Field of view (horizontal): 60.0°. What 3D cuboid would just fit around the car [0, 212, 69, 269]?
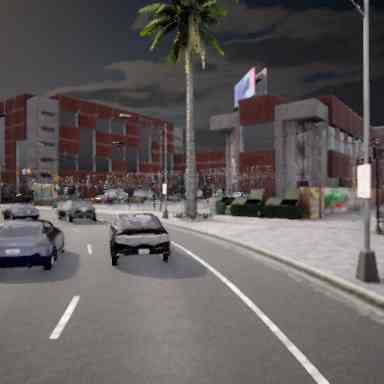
[{"bbox_3d":[-5.395,1.584,10.968,1.994,1.385,4.181,0,0,-16],"label":"car"}]

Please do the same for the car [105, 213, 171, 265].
[{"bbox_3d":[-2.019,1.497,11.898,2.128,1.511,4.902,0,0,-15],"label":"car"}]

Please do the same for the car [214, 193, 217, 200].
[{"bbox_3d":[4.696,1.389,56.224,4.674,1.452,2.002,0,0,38],"label":"car"}]

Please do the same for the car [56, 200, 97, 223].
[{"bbox_3d":[-9.281,1.385,26.503,2.097,1.767,4.553,0,0,-35],"label":"car"}]

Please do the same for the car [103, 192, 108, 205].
[{"bbox_3d":[-15.534,1.307,57.570,4.553,1.767,2.185,0,0,38],"label":"car"}]

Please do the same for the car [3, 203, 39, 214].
[{"bbox_3d":[-14.053,1.600,27.261,2.033,1.411,5.357,0,0,-40],"label":"car"}]
